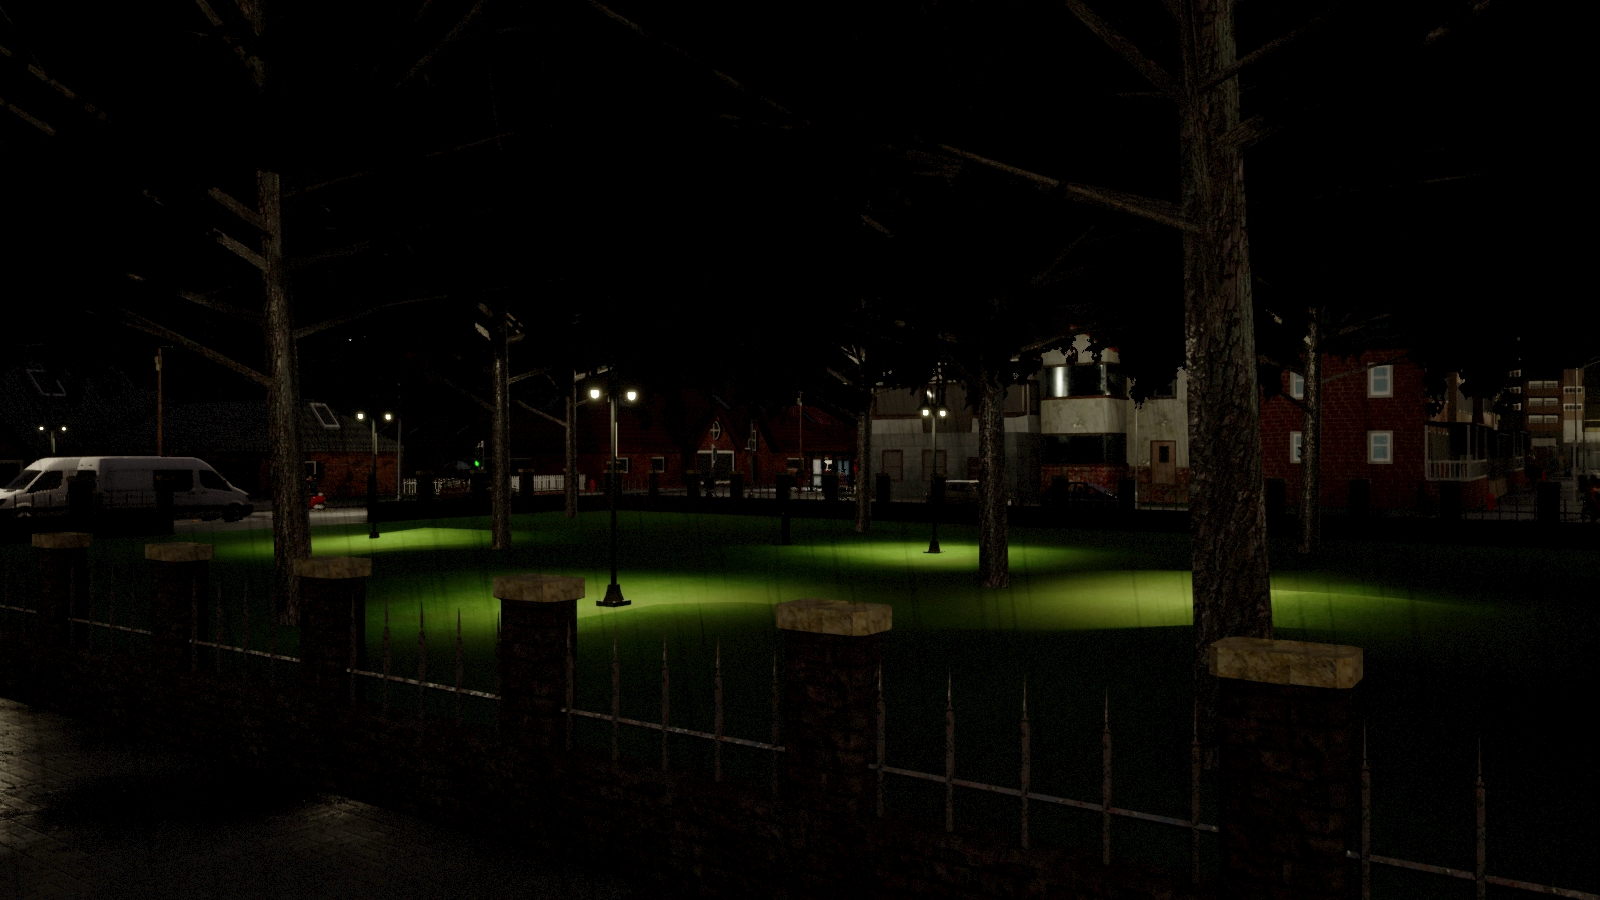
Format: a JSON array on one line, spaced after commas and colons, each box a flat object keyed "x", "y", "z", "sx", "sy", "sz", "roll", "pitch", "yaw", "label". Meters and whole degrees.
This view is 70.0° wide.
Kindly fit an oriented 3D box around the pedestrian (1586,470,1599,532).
[{"x": 24.067, "y": 1.525, "z": 34.568, "sx": 0.375, "sy": 1.860, "sz": 0.375, "roll": 0, "pitch": 0, "yaw": -41, "label": "pedestrian"}]

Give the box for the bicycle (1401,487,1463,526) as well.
[{"x": 21.829, "y": 1.940, "z": 39.492, "sx": 1.835, "sy": 1.271, "sz": 0.329, "roll": 0, "pitch": 0, "yaw": 35, "label": "bicycle"}]

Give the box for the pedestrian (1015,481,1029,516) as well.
[{"x": 8.255, "y": 1.804, "z": 42.441, "sx": 0.375, "sy": 1.300, "sz": 0.375, "roll": 0, "pitch": 0, "yaw": 34, "label": "pedestrian"}]

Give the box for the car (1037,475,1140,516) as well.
[{"x": 11.752, "y": 1.818, "z": 46.570, "sx": 3.633, "sy": 1.501, "sz": 1.845, "roll": 0, "pitch": 0, "yaw": 35, "label": "car"}]
